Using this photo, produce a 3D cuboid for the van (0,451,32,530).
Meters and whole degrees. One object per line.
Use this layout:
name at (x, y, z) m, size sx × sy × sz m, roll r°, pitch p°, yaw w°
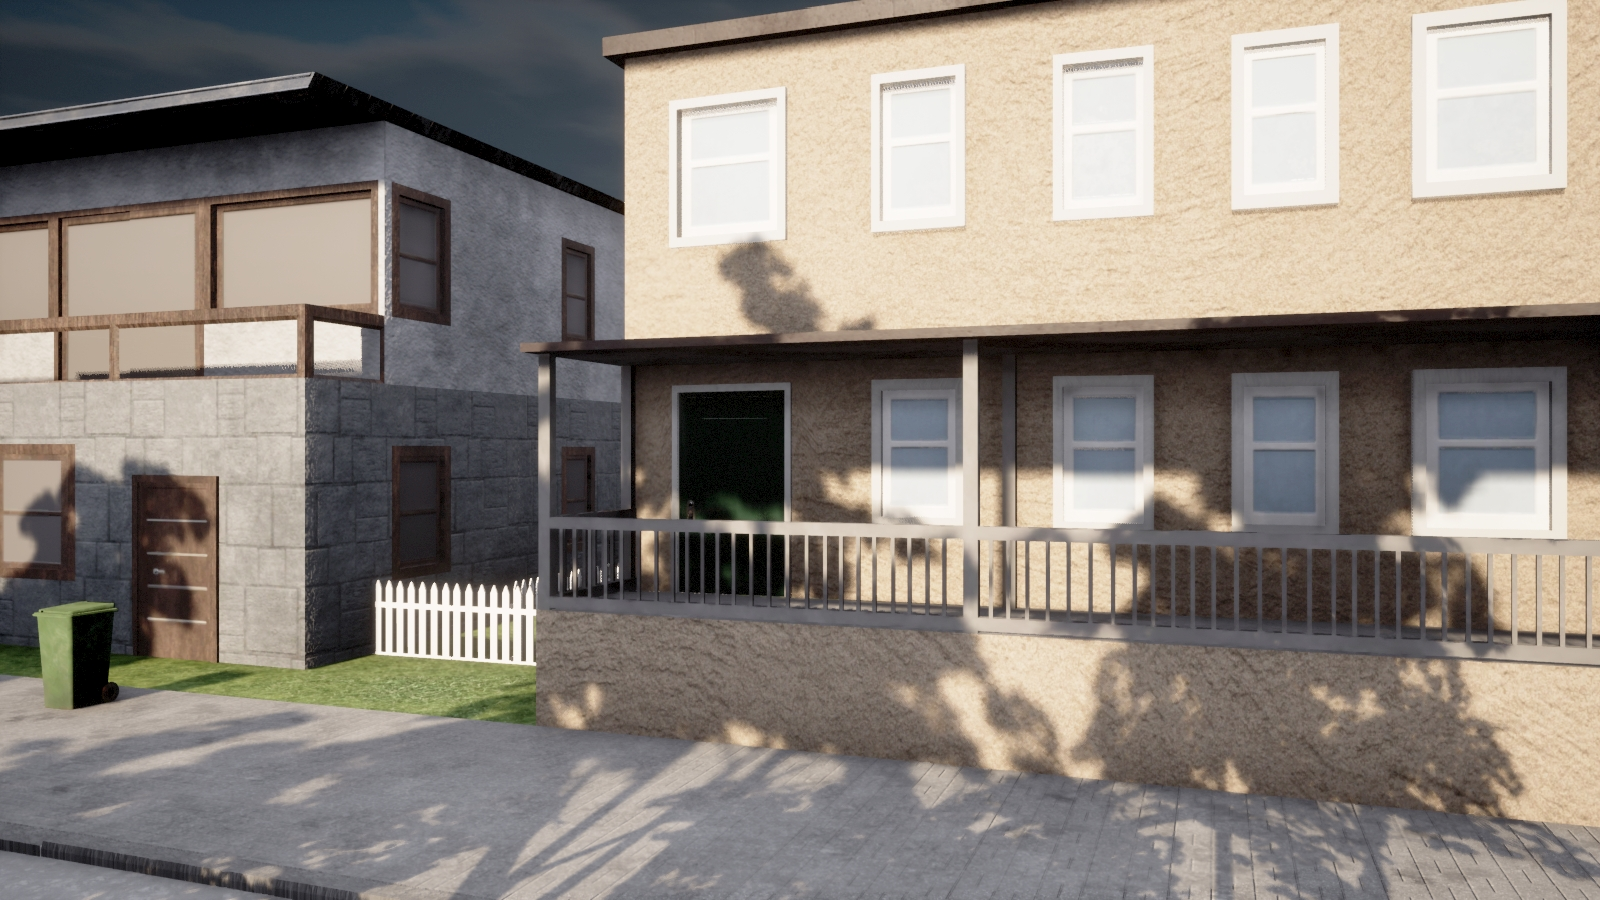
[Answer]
van at (-27.753, 1.329, 35.973) m, size 1.988 × 2.561 × 5.915 m, roll 0°, pitch 0°, yaw 20°
